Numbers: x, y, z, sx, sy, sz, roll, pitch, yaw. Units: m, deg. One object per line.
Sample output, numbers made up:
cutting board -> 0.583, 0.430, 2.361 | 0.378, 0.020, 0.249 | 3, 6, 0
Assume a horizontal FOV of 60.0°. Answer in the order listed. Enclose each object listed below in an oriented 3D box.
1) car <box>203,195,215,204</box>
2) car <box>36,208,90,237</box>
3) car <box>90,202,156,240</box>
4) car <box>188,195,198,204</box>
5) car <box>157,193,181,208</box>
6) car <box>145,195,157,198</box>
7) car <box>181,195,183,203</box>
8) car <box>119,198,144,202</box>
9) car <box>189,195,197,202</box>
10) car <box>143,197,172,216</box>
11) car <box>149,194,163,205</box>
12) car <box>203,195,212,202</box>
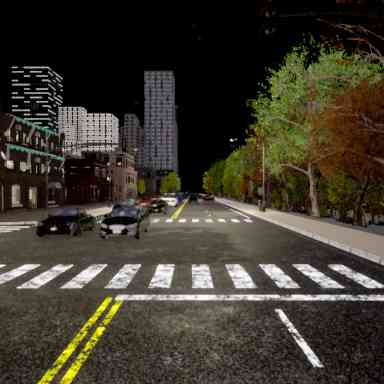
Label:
car -> 3.468, 1.467, 64.005 | 2.128, 1.511, 4.902 | 0, 0, 0
car -> -6.567, 1.560, 17.764 | 1.994, 1.385, 4.181 | 0, 0, 0
car -> -3.320, 1.487, 17.147 | 2.128, 1.511, 4.902 | 0, 0, 0
car -> 0.220, 1.480, 65.271 | 1.837, 1.490, 4.892 | 0, 0, 0
car -> -3.242, 1.198, 47.719 | 2.150, 2.045, 5.566 | 0, 1, 1
car -> -6.501, 1.508, 47.922 | 1.812, 1.442, 4.674 | 0, 0, 0
car -> -3.127, 1.180, 68.113 | 2.150, 2.045, 5.566 | 0, 0, 0
car -> -6.537, 1.481, 33.241 | 2.128, 1.511, 4.902 | 0, 0, 0
car -> 0.150, 1.493, 75.609 | 1.812, 1.442, 4.674 | 0, 0, 0
car -> -3.288, 1.494, 32.891 | 1.837, 1.490, 4.892 | 0, 0, 0
car -> -6.456, 1.329, 59.982 | 2.097, 1.767, 4.553 | 0, 0, 0
car -> 3.385, 1.447, 74.274 | 1.882, 1.535, 5.008 | 0, 0, 0
